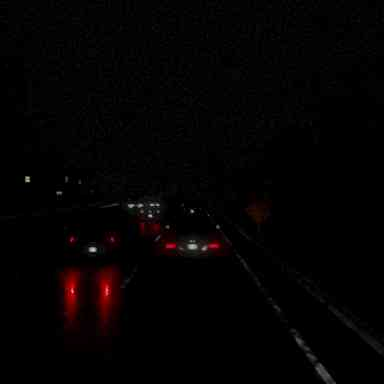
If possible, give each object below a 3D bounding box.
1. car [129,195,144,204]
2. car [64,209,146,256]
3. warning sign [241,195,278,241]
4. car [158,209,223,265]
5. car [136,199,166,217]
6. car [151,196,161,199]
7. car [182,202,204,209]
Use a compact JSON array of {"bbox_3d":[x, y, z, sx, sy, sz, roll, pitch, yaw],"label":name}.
[{"bbox_3d":[-9.804,1.241,58.860,2.097,1.767,4.553,0,0,1],"label":"car"},{"bbox_3d":[-3.210,1.580,13.044,1.895,1.301,4.718,0,0,0],"label":"car"},{"bbox_3d":[2.881,1.093,14.373,1.300,1.860,1.060,2,2,0],"label":"warning sign"},{"bbox_3d":[0.027,1.529,11.523,2.033,1.411,5.357,0,0,0],"label":"car"},{"bbox_3d":[-3.211,1.553,28.054,1.895,1.301,4.718,0,0,0],"label":"car"},{"bbox_3d":[-6.546,1.450,59.960,1.994,1.385,4.181,0,0,1],"label":"car"},{"bbox_3d":[0.048,1.515,28.948,1.994,1.385,4.181,0,0,1],"label":"car"}]
